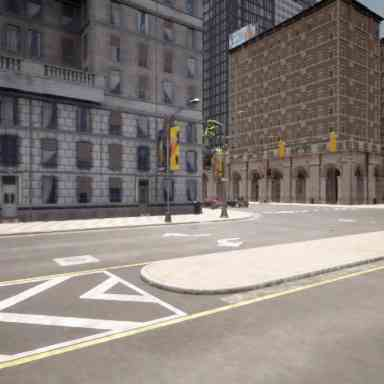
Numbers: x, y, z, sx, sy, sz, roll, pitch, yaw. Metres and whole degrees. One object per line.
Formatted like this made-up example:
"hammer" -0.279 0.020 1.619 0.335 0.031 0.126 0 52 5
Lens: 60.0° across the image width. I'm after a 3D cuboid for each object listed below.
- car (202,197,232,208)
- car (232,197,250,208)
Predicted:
"car" 3.039 1.526 46.977 1.812 1.442 4.674 0 0 -35
"car" 6.246 1.505 48.495 1.837 1.490 4.892 0 0 -35
